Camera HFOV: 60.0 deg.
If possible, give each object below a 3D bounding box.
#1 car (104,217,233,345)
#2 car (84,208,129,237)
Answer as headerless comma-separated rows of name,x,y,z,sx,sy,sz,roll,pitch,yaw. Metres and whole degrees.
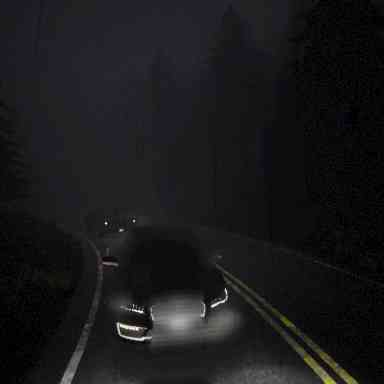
car,-0.642,1.493,6.784,1.837,1.490,4.892,-1,0,-11
car,-4.621,1.608,18.517,1.895,1.301,4.718,-3,1,-29
